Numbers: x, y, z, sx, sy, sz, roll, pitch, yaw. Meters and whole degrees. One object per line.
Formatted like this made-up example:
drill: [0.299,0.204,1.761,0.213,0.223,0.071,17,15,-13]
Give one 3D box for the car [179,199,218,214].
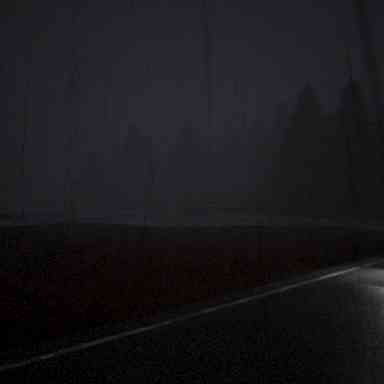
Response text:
car: [0.667,1.567,37.938,4.553,1.767,2.097,0,0,36]
